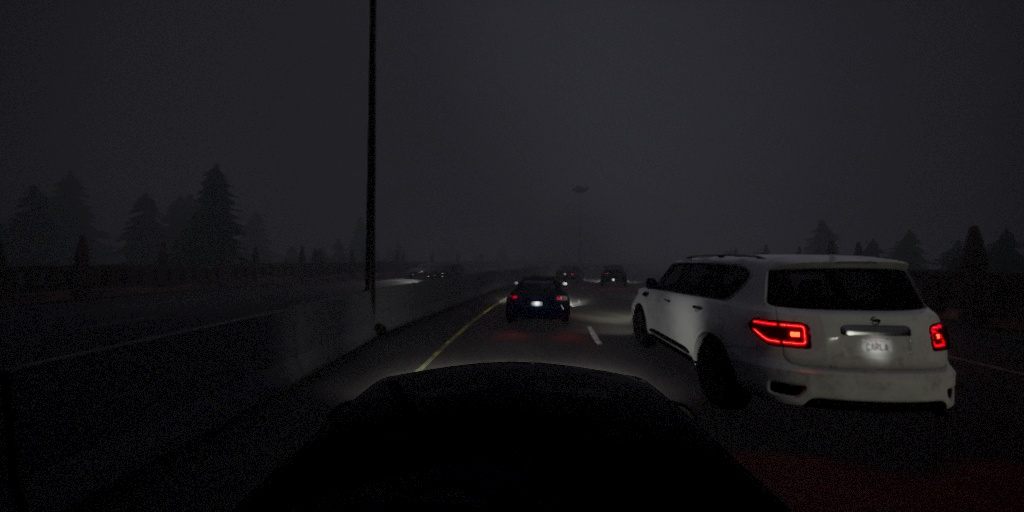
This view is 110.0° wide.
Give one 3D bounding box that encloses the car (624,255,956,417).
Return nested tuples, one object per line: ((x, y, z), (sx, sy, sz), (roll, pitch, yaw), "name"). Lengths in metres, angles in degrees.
((3.832, 1.007, 6.301), (2.150, 2.045, 5.566), (0, 0, 3), "car")

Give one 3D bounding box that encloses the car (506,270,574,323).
((0.962, 1.364, 12.404), (1.994, 1.385, 4.181), (0, 0, 7), "car")

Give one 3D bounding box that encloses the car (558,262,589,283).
((4.838, 1.458, 29.810), (2.033, 1.411, 5.357), (0, 0, 18), "car")

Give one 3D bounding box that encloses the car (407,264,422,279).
((-8.287, 1.435, 34.939), (1.812, 1.442, 4.674), (0, 0, 19), "car")

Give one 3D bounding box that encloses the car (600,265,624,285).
((7.760, 1.408, 27.251), (1.837, 1.490, 4.892), (0, 0, 17), "car")

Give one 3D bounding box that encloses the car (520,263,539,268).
((2.120, 1.559, 42.195), (1.994, 1.385, 4.181), (0, -1, 25), "car")

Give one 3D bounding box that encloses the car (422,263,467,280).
((-5.634, 1.399, 31.896), (1.837, 1.490, 4.892), (0, -1, 18), "car")
